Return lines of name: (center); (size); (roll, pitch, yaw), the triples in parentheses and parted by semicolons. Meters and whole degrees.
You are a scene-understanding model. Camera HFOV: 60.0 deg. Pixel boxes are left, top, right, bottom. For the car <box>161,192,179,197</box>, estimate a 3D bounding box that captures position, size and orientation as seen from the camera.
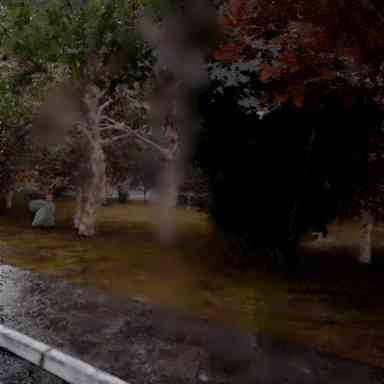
car: (-6.274, 0.421, 95.250); (2.435, 2.045, 5.566); (7, 2, 40)
